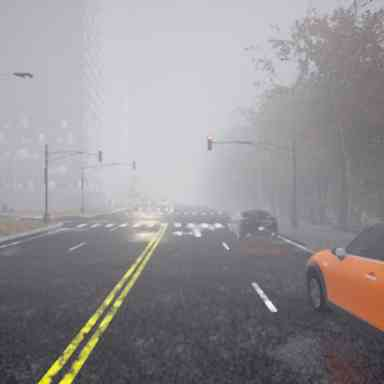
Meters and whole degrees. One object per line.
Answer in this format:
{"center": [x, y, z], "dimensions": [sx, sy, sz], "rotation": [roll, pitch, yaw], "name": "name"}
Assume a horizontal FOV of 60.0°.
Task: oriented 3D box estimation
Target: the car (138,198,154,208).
{"center": [-8.627, 1.923, 61.233], "dimensions": [2.097, 1.767, 4.553], "rotation": [0, -1, -3], "name": "car"}

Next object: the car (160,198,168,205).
{"center": [-6.502, 2.235, 76.872], "dimensions": [1.812, 1.442, 4.674], "rotation": [0, -1, -5], "name": "car"}

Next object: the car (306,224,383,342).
{"center": [3.369, 1.228, 4.985], "dimensions": [2.097, 1.767, 4.553], "rotation": [0, -4, 0], "name": "car"}

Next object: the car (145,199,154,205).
{"center": [-9.744, 2.262, 76.641], "dimensions": [1.994, 1.385, 4.181], "rotation": [0, -1, -5], "name": "car"}

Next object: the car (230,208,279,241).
{"center": [3.164, 1.602, 17.725], "dimensions": [1.882, 1.535, 5.008], "rotation": [-3, -2, 0], "name": "car"}

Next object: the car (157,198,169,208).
{"center": [-5.380, 2.098, 61.417], "dimensions": [1.812, 1.442, 4.674], "rotation": [0, 0, -3], "name": "car"}
